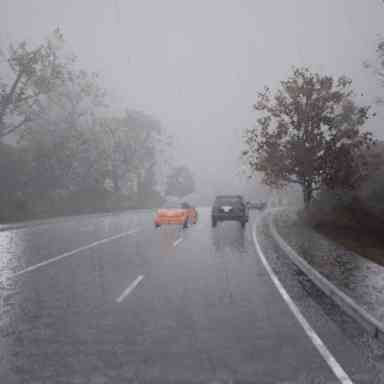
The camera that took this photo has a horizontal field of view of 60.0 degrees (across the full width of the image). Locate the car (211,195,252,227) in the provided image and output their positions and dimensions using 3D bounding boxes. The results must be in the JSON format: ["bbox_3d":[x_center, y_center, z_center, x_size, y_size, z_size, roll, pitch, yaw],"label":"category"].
[{"bbox_3d":[2.722,1.228,22.980,2.150,2.045,5.566,-1,-1,13],"label":"car"}]

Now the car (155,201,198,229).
[{"bbox_3d":[-0.938,1.393,22.353,2.097,1.767,4.553,0,0,11],"label":"car"}]

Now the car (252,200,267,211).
[{"bbox_3d":[7.860,1.598,40.217,1.895,1.301,4.718,-1,0,20],"label":"car"}]
